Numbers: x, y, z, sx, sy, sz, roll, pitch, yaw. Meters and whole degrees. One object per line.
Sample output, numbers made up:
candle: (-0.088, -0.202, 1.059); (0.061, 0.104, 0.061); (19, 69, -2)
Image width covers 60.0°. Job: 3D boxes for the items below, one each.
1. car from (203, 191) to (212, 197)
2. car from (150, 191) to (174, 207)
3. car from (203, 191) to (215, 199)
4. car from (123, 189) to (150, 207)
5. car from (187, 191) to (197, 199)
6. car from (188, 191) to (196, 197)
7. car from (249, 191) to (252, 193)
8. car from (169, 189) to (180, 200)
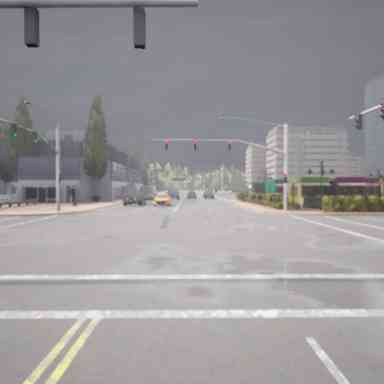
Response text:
car: (3.483, 0.455, 77.096); (1.812, 1.442, 4.674); (0, 1, 0)
car: (-3.597, 0.975, 41.035); (1.882, 1.535, 5.008); (0, 1, 0)
car: (3.485, 0.675, 66.822); (2.128, 1.511, 4.902); (0, 1, 0)
car: (-7.095, 0.707, 41.696); (2.150, 2.045, 5.566); (0, 1, 1)
car: (-0.015, 0.675, 66.822); (2.128, 1.511, 4.902); (0, 1, 0)
car: (-0.017, 0.431, 77.093); (1.837, 1.490, 4.892); (0, 1, 0)
car: (17.749, 0.054, 89.987); (4.605, 1.855, 1.932); (0, 1, -2)
car: (-3.517, 0.450, 63.239); (2.150, 2.045, 5.566); (0, 1, 0)
